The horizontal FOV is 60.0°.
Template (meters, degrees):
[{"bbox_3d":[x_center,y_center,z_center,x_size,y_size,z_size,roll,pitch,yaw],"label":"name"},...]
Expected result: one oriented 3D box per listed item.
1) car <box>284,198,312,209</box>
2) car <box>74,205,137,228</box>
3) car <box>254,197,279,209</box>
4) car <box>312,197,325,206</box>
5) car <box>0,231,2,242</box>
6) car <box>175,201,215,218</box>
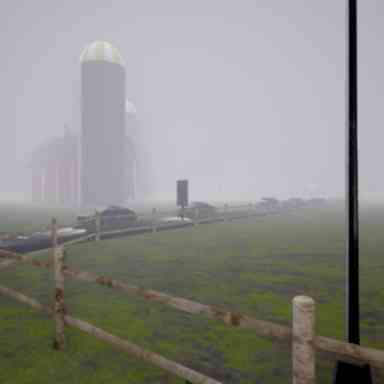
[{"bbox_3d":[13.873,1.510,44.320,2.033,1.411,5.357,0,0,36],"label":"car"},{"bbox_3d":[-5.615,1.545,21.997,1.994,1.385,4.181,0,0,35],"label":"car"},{"bbox_3d":[9.820,1.457,43.571,1.837,1.490,4.892,0,0,36],"label":"car"},{"bbox_3d":[19.396,1.517,52.146,1.994,1.385,4.181,0,0,36],"label":"car"},{"bbox_3d":[-8.409,1.572,10.867,2.033,1.411,5.357,0,0,-2],"label":"car"},{"bbox_3d":[0.315,1.532,30.310,1.994,1.385,4.181,0,0,35],"label":"car"}]
